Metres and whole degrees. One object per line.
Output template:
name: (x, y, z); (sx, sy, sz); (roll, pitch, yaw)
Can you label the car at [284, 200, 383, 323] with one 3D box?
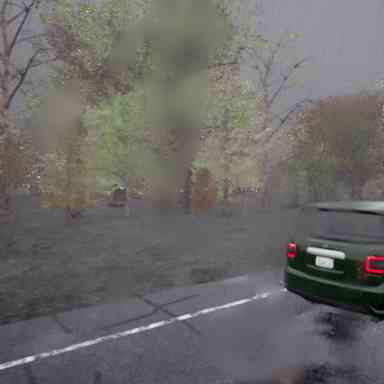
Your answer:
car: (4.271, 1.187, 6.800); (5.566, 2.045, 2.150); (0, 0, -36)
